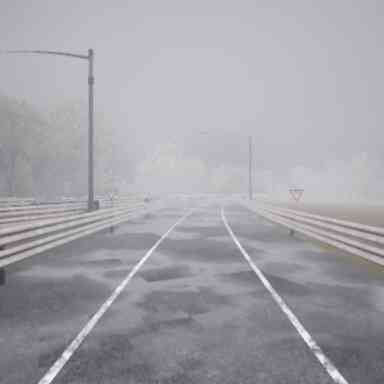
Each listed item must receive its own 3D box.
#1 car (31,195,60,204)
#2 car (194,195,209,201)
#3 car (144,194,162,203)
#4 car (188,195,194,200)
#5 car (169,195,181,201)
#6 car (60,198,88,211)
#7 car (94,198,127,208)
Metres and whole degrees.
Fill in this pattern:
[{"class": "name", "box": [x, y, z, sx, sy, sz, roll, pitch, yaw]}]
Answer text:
[{"class": "car", "box": [-15.646, 1.138, 36.943, 2.097, 1.767, 4.553, 0, 0, 12]}, {"class": "car", "box": [2.801, 1.423, 81.507, 2.033, 1.411, 5.357, 0, 0, 16]}, {"class": "car", "box": [-6.850, 1.186, 58.975, 2.097, 1.767, 4.553, 0, 0, 14]}, {"class": "car", "box": [0.421, 1.419, 85.894, 1.812, 1.442, 4.674, 0, 0, 16]}, {"class": "car", "box": [-4.157, 1.441, 82.630, 1.994, 1.385, 4.181, 0, 0, 16]}, {"class": "car", "box": [-12.121, 1.350, 36.638, 1.994, 1.385, 4.181, 0, 0, 13]}, {"class": "car", "box": [-8.614, 1.349, 36.288, 1.994, 1.385, 4.181, 0, 0, 13]}]
